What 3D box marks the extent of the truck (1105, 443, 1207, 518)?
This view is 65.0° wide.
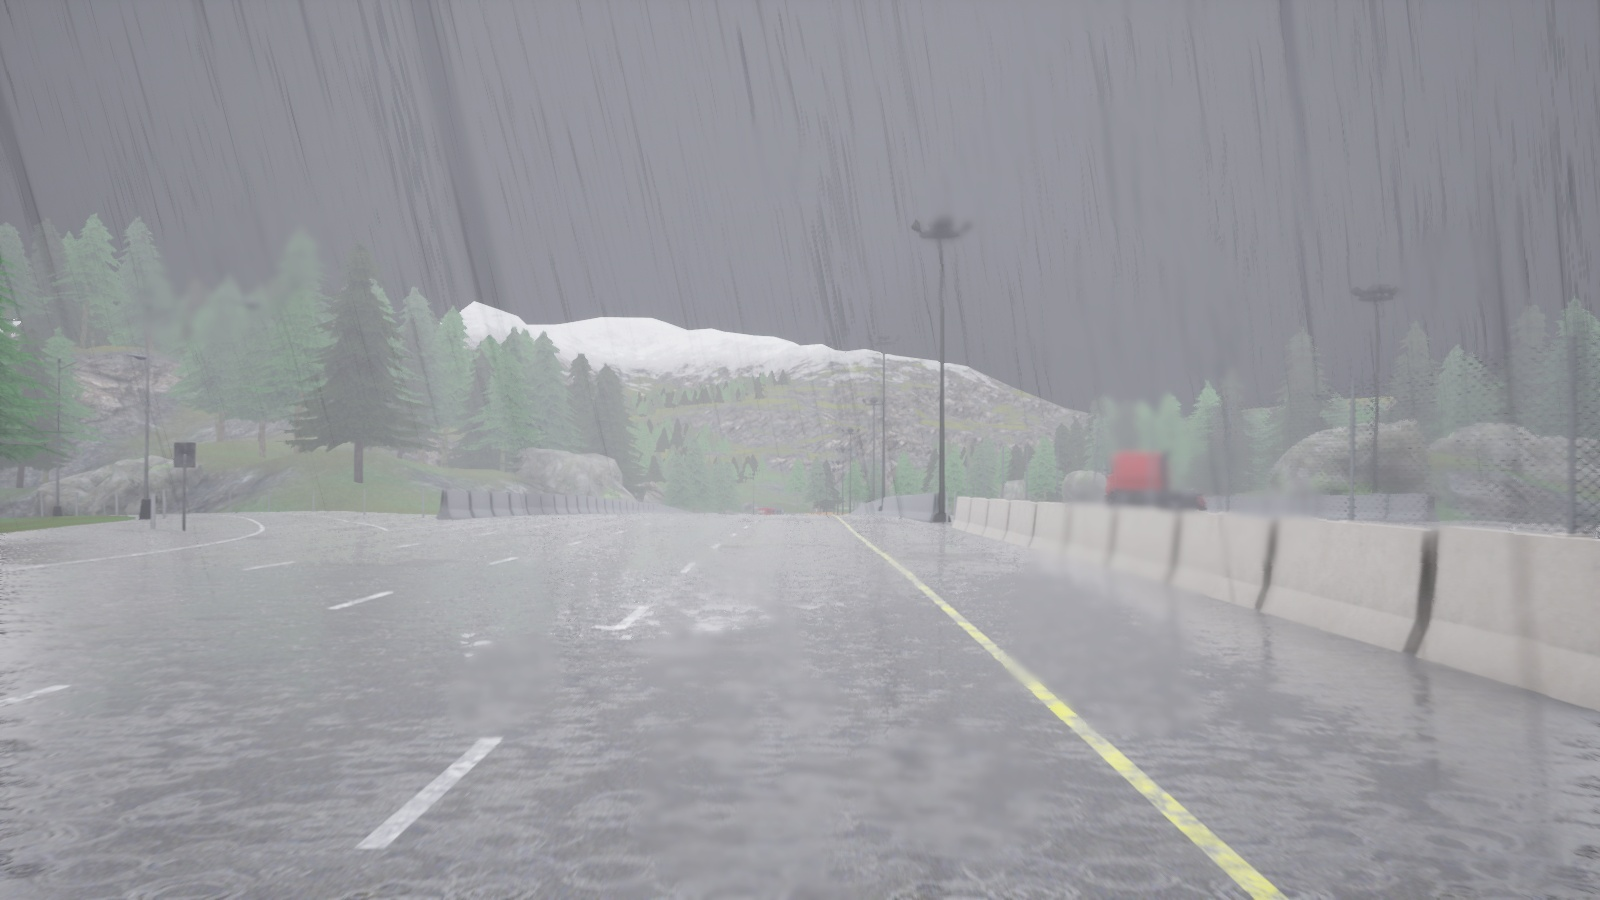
[{"bbox_3d":[17.647,1.570,62.861,2.891,3.462,7.936,0,-2,1],"label":"truck"}]
